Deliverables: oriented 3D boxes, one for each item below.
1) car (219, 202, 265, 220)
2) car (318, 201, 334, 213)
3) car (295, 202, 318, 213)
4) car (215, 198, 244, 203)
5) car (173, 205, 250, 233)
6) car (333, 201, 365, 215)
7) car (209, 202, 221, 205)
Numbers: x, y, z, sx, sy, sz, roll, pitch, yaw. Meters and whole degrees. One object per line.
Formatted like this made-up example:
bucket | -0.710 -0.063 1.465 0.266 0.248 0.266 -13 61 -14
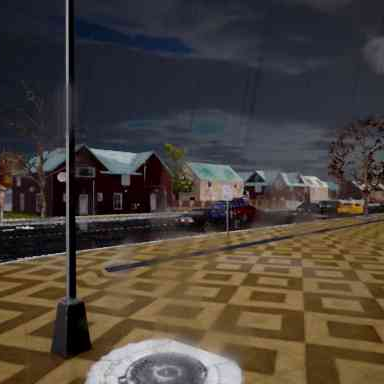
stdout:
car | 4.732 1.859 29.758 1.812 1.442 4.674 -1 -1 43
car | 19.496 1.971 45.433 2.097 1.767 4.553 -1 -1 44
car | 16.356 2.198 46.956 1.837 1.490 4.892 -1 -1 43
car | 4.119 1.693 38.864 2.150 2.045 5.566 -1 -1 43
car | 1.193 1.746 21.321 2.033 1.411 5.357 -1 -1 44
car | 19.566 2.022 40.775 1.882 1.535 5.008 -1 -1 44
car | 3.314 1.984 33.278 1.895 1.301 4.718 -1 -1 43
